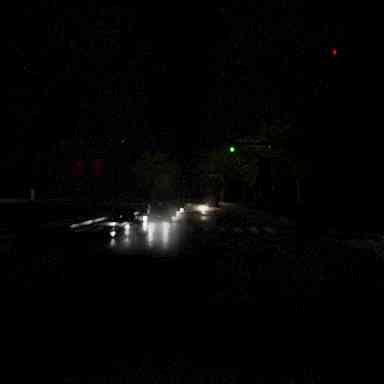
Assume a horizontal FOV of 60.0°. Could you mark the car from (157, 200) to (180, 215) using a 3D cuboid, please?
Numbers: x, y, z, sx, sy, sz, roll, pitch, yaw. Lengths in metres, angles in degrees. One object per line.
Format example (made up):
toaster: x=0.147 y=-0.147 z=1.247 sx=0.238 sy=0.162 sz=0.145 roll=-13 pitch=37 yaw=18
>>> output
car: x=-2.728 y=1.962 z=39.066 sx=1.882 sy=1.535 sz=5.008 roll=0 pitch=-1 yaw=0

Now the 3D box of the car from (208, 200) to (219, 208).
car: x=4.116 y=2.299 z=63.928 sx=1.812 sy=1.442 sz=4.674 roll=0 pitch=-1 yaw=0

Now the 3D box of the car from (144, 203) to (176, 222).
car: x=-2.784 y=1.941 z=30.100 sx=1.994 sy=1.385 sz=4.181 roll=0 pitch=-1 yaw=1

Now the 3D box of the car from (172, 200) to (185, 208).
car: x=-2.507 y=2.264 z=63.004 sx=2.128 sy=1.511 sz=4.902 roll=0 pitch=-1 yaw=1

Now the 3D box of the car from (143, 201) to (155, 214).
car: x=-5.971 y=2.102 z=40.108 sx=1.895 sy=1.301 sz=4.718 roll=0 pitch=-1 yaw=1

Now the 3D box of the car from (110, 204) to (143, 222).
car: x=-6.038 y=1.948 z=30.275 sx=1.994 sy=1.385 sz=4.181 roll=0 pitch=-1 yaw=0

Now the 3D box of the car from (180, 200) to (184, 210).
car: x=-2.661 y=2.099 z=49.302 sx=2.128 sy=1.511 sz=4.902 roll=0 pitch=-1 yaw=1

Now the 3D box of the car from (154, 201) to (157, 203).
car: x=-5.892 y=2.104 z=50.599 sx=1.882 sy=1.535 sz=5.008 roll=0 pitch=-1 yaw=1
